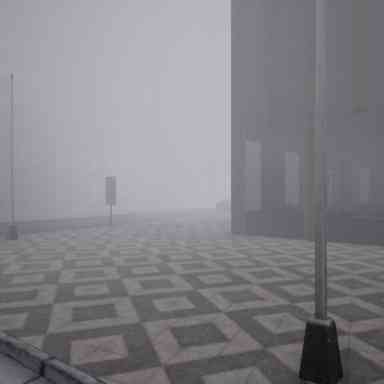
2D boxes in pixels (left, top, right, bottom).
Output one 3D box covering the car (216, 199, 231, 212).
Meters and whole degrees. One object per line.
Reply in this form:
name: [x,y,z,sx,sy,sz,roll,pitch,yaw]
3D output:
car: [4.579,1.511,37.508,2.128,1.511,4.902,0,0,36]
